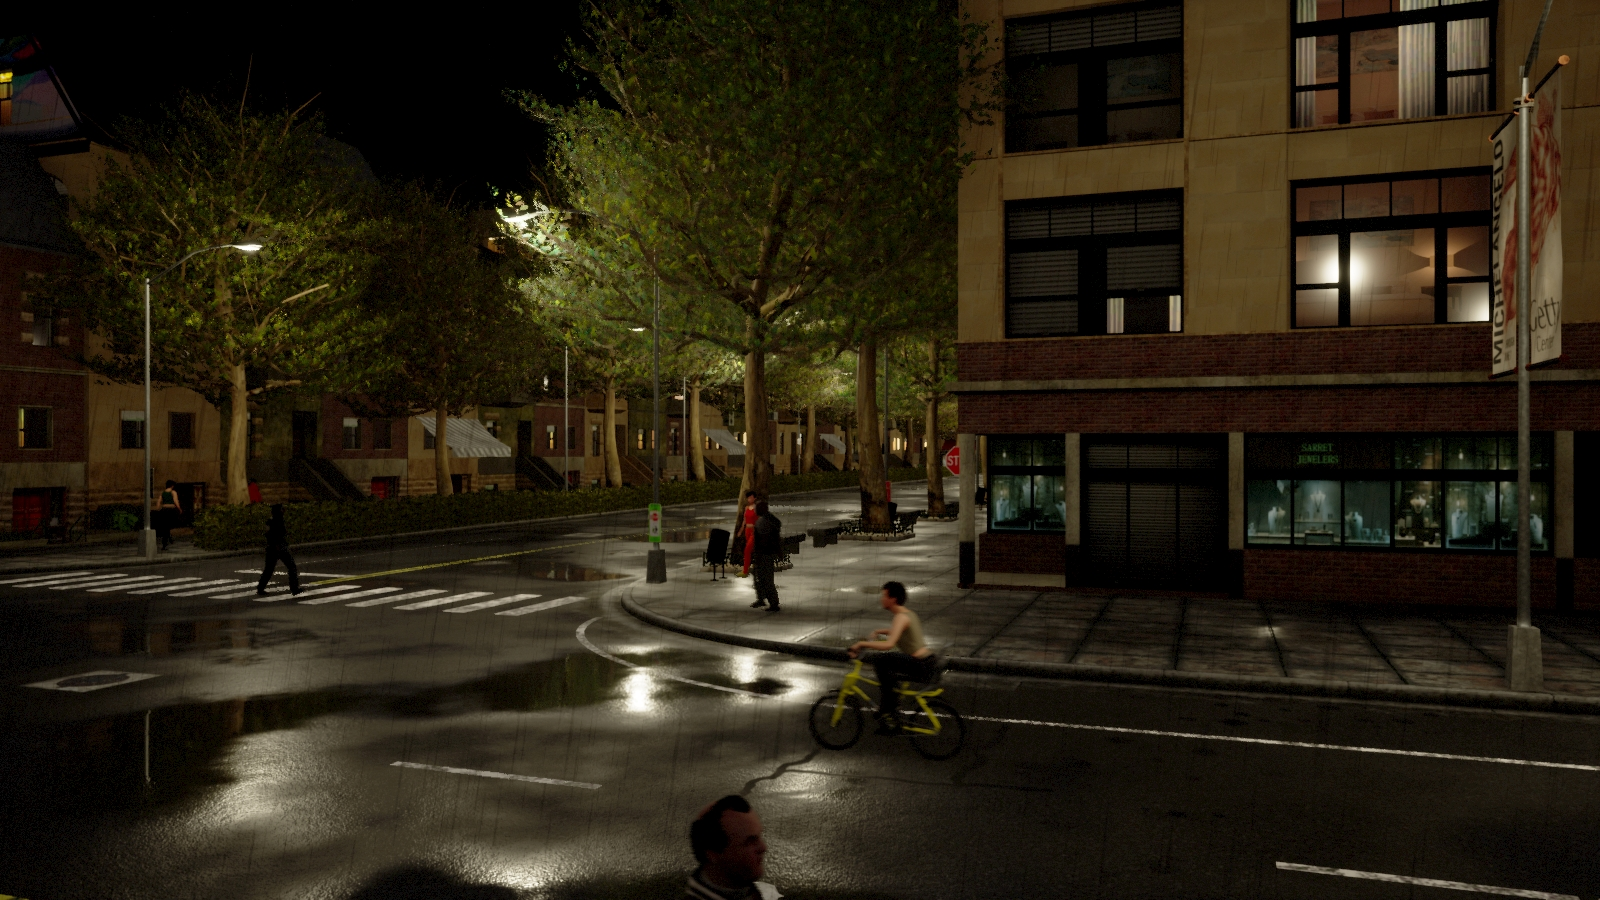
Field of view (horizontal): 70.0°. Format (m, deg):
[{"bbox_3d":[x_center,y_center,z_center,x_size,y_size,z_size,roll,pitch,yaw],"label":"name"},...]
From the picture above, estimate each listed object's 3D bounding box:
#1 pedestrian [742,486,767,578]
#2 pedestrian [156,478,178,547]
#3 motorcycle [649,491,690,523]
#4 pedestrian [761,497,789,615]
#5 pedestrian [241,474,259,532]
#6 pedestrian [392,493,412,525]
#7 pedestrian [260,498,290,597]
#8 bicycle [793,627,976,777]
[{"bbox_3d":[-0.943,1.696,23.726,0.375,1.860,0.375,0,0,38],"label":"pedestrian"},{"bbox_3d":[-17.258,1.696,31.146,0.375,1.860,0.375,0,0,1],"label":"pedestrian"},{"bbox_3d":[-5.119,2.213,44.892,0.803,1.145,2.033,0,0,20],"label":"motorcycle"},{"bbox_3d":[-0.405,1.697,18.464,0.375,1.860,0.375,0,0,13],"label":"pedestrian"},{"bbox_3d":[-17.653,1.696,36.696,0.375,1.860,0.375,0,0,15],"label":"pedestrian"},{"bbox_3d":[-14.095,2.076,40.457,0.500,1.100,0.500,0,0,13],"label":"pedestrian"},{"bbox_3d":[-10.009,1.849,21.780,0.375,1.860,0.375,0,0,17],"label":"pedestrian"},{"bbox_3d":[0.785,2.256,10.441,1.487,1.080,0.859,0,0,21],"label":"bicycle"}]
